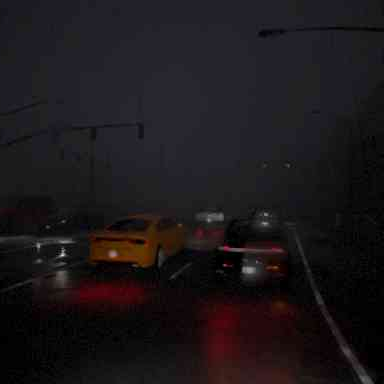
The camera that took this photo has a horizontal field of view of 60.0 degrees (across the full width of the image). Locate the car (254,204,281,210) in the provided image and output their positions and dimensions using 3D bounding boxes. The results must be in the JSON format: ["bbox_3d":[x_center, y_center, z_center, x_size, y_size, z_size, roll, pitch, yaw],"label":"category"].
[{"bbox_3d":[4.796,1.514,20.855,1.837,1.490,4.892,0,0,19],"label":"car"}]

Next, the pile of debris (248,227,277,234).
[{"bbox_3d":[4.086,2.190,19.165,1.500,0.140,1.860,0,0,15],"label":"pile of debris"}]

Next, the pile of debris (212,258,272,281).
[{"bbox_3d":[1.501,2.182,9.505,1.500,0.140,1.860,0,0,15],"label":"pile of debris"}]

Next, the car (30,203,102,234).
[{"bbox_3d":[-6.762,1.523,19.244,1.812,1.442,4.674,0,0,15],"label":"car"}]

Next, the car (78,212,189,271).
[{"bbox_3d":[-1.476,1.478,11.060,1.882,1.535,5.008,0,0,13],"label":"car"}]

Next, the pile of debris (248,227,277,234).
[{"bbox_3d":[4.086,2.190,19.165,1.500,0.140,1.860,0,0,15],"label":"pile of debris"}]

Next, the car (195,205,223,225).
[{"bbox_3d":[1.345,1.600,24.202,1.895,1.301,4.718,0,0,5],"label":"car"}]

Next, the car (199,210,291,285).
[{"bbox_3d":[1.794,1.499,9.636,2.128,1.511,4.902,0,0,13],"label":"car"}]

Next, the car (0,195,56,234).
[{"bbox_3d":[-10.287,1.205,19.626,2.150,2.045,5.566,0,0,15],"label":"car"}]
